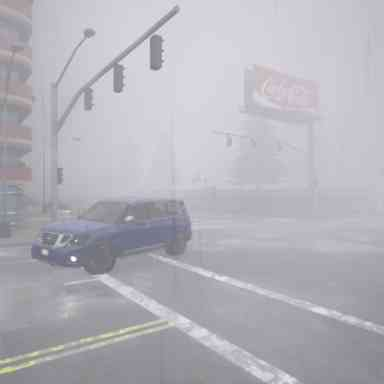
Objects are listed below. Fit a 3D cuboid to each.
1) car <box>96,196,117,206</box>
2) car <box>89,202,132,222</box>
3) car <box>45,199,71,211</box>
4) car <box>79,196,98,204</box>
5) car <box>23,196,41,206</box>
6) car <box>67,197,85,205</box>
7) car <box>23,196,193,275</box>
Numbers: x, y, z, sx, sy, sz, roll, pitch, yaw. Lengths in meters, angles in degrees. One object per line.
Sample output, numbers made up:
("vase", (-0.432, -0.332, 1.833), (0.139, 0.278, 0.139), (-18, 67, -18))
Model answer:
("car", (-14.490, 1.497, 56.394), (1.837, 1.490, 4.892), (0, 0, -36))
("car", (-6.756, 1.560, 27.289), (1.994, 1.385, 4.181), (0, 0, -36))
("car", (-16.465, 1.560, 40.815), (1.994, 1.385, 4.181), (0, 0, -36))
("car", (-19.973, 1.470, 64.027), (1.882, 1.535, 5.008), (0, 0, -36))
("car", (-26.501, 1.509, 54.947), (1.882, 1.535, 5.008), (0, 0, -36))
("car", (-20.559, 1.557, 58.844), (1.994, 1.385, 4.181), (0, 0, -36))
("car", (-2.206, 1.219, 10.962), (2.150, 2.045, 5.566), (2, 1, 37))
